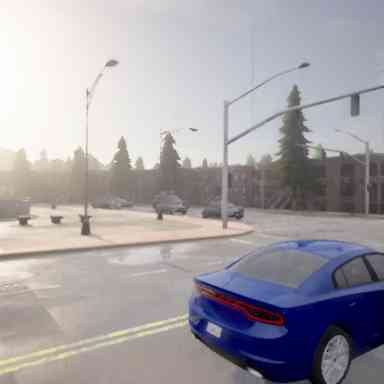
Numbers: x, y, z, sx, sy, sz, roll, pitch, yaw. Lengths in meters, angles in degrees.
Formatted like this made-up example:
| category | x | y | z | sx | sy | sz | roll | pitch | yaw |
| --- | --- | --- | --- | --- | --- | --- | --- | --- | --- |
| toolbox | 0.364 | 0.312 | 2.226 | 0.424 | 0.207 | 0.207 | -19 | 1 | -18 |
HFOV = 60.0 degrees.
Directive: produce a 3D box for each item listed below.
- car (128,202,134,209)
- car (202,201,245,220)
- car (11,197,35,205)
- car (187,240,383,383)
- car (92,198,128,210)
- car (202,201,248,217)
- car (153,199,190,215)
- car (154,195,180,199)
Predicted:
| category | x | y | z | sx | sy | sz | roll | pitch | yaw |
| --- | --- | --- | --- | --- | --- | --- | --- | --- | --- |
| car | -10.892 | 1.685 | 49.442 | 5.008 | 1.535 | 1.882 | 1 | 0 | 32 |
| car | 2.712 | 1.769 | 29.987 | 1.994 | 1.385 | 4.181 | 1 | 0 | -36 |
| car | -30.865 | 1.604 | 59.986 | 4.892 | 1.490 | 1.837 | 0 | 0 | 5 |
| car | 2.285 | 1.529 | 5.403 | 5.008 | 1.535 | 1.882 | 1 | -1 | -35 |
| car | -11.708 | 1.668 | 45.830 | 4.902 | 1.511 | 2.128 | 0 | 0 | 34 |
| car | 3.377 | 1.719 | 34.981 | 1.882 | 1.535 | 5.008 | 1 | 0 | -37 |
| car | -2.335 | 1.767 | 36.710 | 1.994 | 1.385 | 4.181 | 1 | 0 | -38 |
| car | -2.772 | 1.457 | 42.659 | 2.150 | 2.045 | 5.566 | 1 | 0 | -44 |
